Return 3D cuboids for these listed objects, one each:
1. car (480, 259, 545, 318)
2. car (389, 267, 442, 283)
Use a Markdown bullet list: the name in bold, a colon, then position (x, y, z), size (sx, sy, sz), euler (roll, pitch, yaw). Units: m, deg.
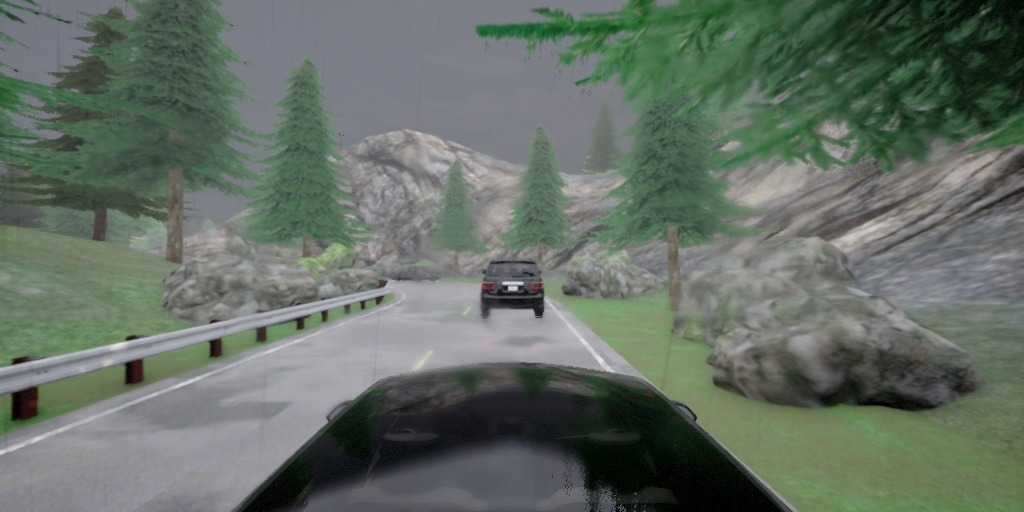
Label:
- **car**: position (0.000, 1.121, 13.900), size (2.150, 2.045, 5.566), euler (0, 0, -1)
- **car**: position (-8.757, 1.666, 32.317), size (5.357, 1.411, 2.033), euler (-1, -1, 35)
